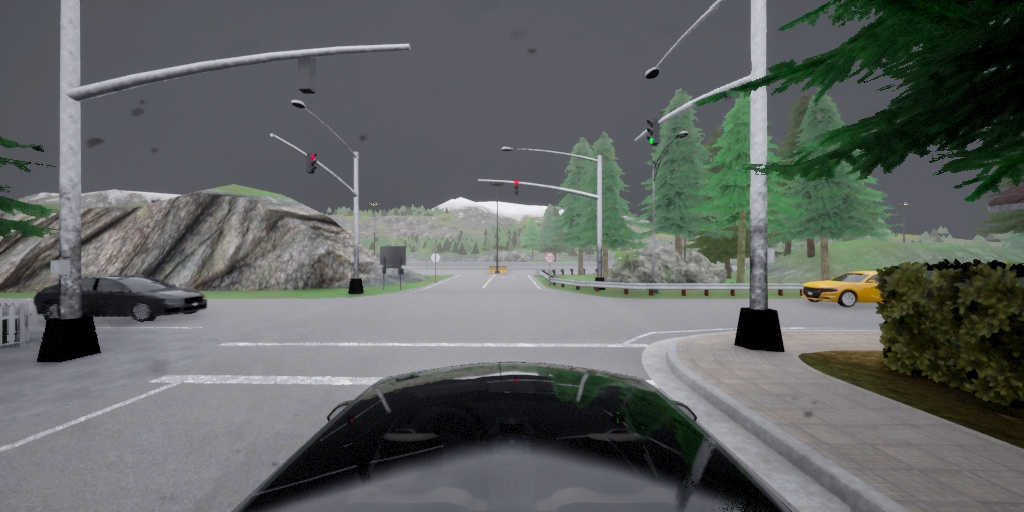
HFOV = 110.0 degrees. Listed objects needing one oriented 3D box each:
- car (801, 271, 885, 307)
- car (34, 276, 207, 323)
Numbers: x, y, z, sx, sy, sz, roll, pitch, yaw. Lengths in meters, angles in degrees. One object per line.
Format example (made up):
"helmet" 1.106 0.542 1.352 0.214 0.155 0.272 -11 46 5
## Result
"car" 15.955 1.419 16.176 5.008 1.535 1.882 0 0 0
"car" -13.610 1.446 12.638 4.892 1.490 1.837 0 0 0
